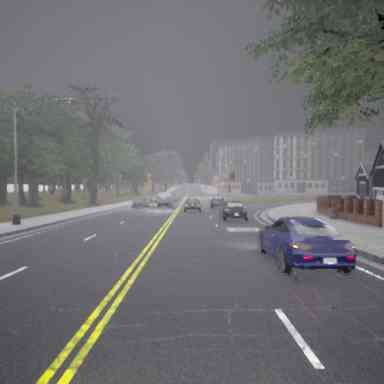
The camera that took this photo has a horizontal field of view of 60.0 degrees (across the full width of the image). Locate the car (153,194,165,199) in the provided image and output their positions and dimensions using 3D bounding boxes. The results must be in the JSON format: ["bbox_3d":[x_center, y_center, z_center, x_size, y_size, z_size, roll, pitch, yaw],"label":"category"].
[{"bbox_3d":[-6.647,1.232,60.314,2.128,1.511,4.902,0,0,0],"label":"car"}]

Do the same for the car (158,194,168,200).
[{"bbox_3d":[-6.601,1.110,75.420,1.812,1.442,4.674,0,1,0],"label":"car"}]

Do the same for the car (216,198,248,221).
[{"bbox_3d":[3.217,1.433,26.238,1.812,1.442,4.674,0,0,0],"label":"car"}]

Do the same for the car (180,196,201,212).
[{"bbox_3d":[0.051,1.407,36.896,2.033,1.411,5.357,0,0,0],"label":"car"}]

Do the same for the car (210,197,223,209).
[{"bbox_3d":[3.289,1.322,42.663,2.128,1.511,4.902,0,0,0],"label":"car"}]

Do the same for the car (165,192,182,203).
[{"bbox_3d":[-3.394,1.240,61.061,1.837,1.490,4.892,0,0,0],"label":"car"}]

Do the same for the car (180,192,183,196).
[{"bbox_3d":[-3.353,1.077,76.125,1.837,1.490,4.892,0,1,0],"label":"car"}]

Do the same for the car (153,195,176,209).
[{"bbox_3d":[-3.406,1.439,42.107,1.895,1.301,4.718,0,0,0],"label":"car"}]

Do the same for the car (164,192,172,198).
[{"bbox_3d":[-6.622,0.883,90.890,1.812,1.442,4.674,0,1,0],"label":"car"}]

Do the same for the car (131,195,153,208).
[{"bbox_3d":[-6.656,1.338,43.309,1.837,1.490,4.892,0,0,0],"label":"car"}]

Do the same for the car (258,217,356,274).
[{"bbox_3d":[3.336,1.489,10.332,1.812,1.442,4.674,0,0,0],"label":"car"}]

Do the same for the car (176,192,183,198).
[{"bbox_3d":[-3.373,0.850,91.525,1.837,1.490,4.892,0,1,0],"label":"car"}]
